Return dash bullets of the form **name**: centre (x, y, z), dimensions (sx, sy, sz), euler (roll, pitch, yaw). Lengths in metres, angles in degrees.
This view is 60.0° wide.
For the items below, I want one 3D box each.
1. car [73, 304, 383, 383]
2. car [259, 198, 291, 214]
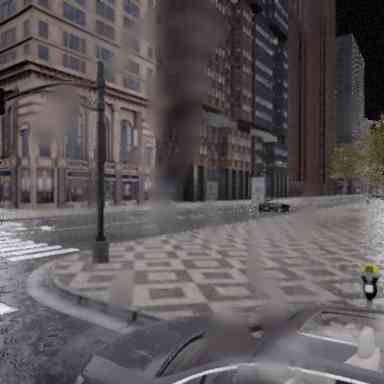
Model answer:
- **car**: centre (0.942, 1.550, 2.286), dimensions (4.403, 1.369, 2.008), euler (0, 0, 36)
- **car**: centre (8.539, 1.399, 33.878), dimensions (1.882, 1.535, 5.008), euler (0, 0, 36)
